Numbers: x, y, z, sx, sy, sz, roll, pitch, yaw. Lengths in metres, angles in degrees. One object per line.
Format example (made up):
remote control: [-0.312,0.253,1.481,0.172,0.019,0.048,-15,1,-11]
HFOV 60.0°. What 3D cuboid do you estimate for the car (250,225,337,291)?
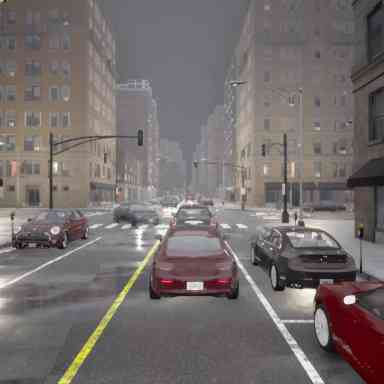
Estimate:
car: [2.658,1.554,8.761,2.008,1.369,4.403,0,0,0]

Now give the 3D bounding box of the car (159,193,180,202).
car: [-3.263,1.391,48.479,2.097,1.767,4.553,0,0,-1]

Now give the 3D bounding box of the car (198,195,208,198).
car: [2.440,1.591,52.687,1.887,1.381,4.507,0,0,-1]

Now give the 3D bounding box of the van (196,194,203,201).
van: [2.002,1.505,91.236,1.690,1.788,3.998,0,0,-1]

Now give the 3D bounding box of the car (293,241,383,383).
car: [2.669,1.545,3.270,1.887,1.381,4.507,0,0,0]

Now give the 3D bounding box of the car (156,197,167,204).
car: [-6.273,1.666,69.117,1.802,1.307,4.206,0,0,-1]

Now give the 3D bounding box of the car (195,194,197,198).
car: [2.253,1.400,69.208,2.192,1.841,5.009,0,0,-1]

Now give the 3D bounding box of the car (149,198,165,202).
car: [-5.055,1.503,30.311,4.674,1.442,1.812,0,0,0]

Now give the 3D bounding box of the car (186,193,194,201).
car: [-0.658,1.384,90.133,2.150,2.045,5.566,0,0,-1]

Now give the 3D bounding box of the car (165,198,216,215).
car: [0.068,1.358,15.603,2.097,1.767,4.553,0,0,0]

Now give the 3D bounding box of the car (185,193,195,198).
car: [-0.535,1.342,79.415,2.150,2.045,5.566,0,0,-1]

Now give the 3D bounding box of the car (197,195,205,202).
car: [2.127,1.560,80.221,1.967,1.590,4.097,0,0,-1]

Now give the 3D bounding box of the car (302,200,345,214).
car: [14.640,1.648,37.173,4.674,1.442,1.812,0,0,1]

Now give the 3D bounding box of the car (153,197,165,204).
car: [-6.210,1.614,63.610,1.887,1.381,4.507,0,0,-1]

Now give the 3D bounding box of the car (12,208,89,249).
car: [-5.877,1.445,14.233,1.967,1.590,4.097,0,0,0]

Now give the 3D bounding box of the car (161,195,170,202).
car: [-6.398,1.560,80.133,1.967,1.590,4.097,0,0,-1]

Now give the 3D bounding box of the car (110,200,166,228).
car: [-3.838,1.501,22.679,1.812,1.442,4.674,1,0,-35]

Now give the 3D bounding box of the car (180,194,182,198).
car: [-3.420,1.605,67.280,1.812,1.442,4.674,0,0,0]

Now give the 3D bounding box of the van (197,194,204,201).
van: [2.065,1.482,85.729,1.690,1.788,3.998,0,0,-1]

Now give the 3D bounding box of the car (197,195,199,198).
car: [2.377,1.623,58.194,1.947,1.339,4.313,0,0,-1]

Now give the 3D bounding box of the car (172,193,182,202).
car: [-3.518,1.337,77.811,2.150,2.045,5.566,0,0,-1]

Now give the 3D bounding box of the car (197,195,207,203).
car: [2.189,1.542,74.715,1.967,1.590,4.097,0,0,-1]

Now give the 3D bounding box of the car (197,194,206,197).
car: [2.313,1.596,63.871,1.752,1.417,4.829,0,0,-1]

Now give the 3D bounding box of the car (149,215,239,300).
car: [0.020,1.528,8.299,1.812,1.442,4.674,0,0,-1]
